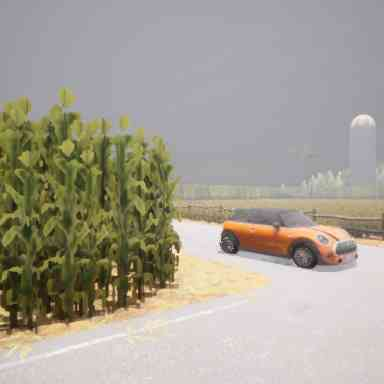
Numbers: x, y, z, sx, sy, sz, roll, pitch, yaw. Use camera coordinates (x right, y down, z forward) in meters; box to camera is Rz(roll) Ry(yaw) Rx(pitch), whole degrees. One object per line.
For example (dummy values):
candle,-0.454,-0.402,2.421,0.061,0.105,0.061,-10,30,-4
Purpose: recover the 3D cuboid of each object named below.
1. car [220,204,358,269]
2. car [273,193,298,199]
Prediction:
car,3.115,1.351,11.392,2.097,1.767,4.553,0,0,-40
car,21.046,1.226,74.859,5.566,2.045,2.150,0,0,-15
